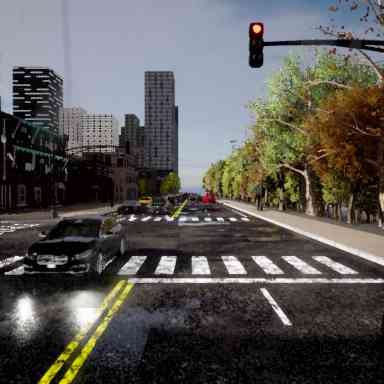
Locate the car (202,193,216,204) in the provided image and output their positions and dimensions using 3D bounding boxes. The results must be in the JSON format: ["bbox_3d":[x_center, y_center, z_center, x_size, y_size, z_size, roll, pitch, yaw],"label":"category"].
[{"bbox_3d":[3.441,1.196,65.290,2.150,2.045,5.566,0,0,1],"label":"car"}]

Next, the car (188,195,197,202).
[{"bbox_3d":[0.115,1.446,76.495,1.882,1.535,5.008,0,0,0],"label":"car"}]

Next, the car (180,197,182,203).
[{"bbox_3d":[-3.150,1.486,69.399,1.837,1.490,4.892,0,0,0],"label":"car"}]

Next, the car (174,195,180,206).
[{"bbox_3d":[-3.267,1.485,52.839,1.837,1.490,4.892,0,0,0],"label":"car"}]

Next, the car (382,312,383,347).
[{"bbox_3d":[3.355,1.491,2.342,2.128,1.511,4.902,0,0,0],"label":"car"}]

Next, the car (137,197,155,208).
[{"bbox_3d":[-6.529,1.461,47.733,1.882,1.535,5.008,0,0,0],"label":"car"}]

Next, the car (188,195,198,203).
[{"bbox_3d":[0.196,1.466,66.188,2.128,1.511,4.902,0,0,0],"label":"car"}]

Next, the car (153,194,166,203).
[{"bbox_3d":[-6.427,1.327,66.506,2.097,1.767,4.553,0,0,0],"label":"car"}]

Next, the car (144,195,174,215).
[{"bbox_3d":[-3.300,1.343,33.804,2.097,1.767,4.553,0,0,0],"label":"car"}]

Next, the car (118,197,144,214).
[{"bbox_3d":[-6.549,1.553,35.376,1.994,1.385,4.181,0,0,0],"label":"car"}]

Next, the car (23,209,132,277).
[{"bbox_3d":[-3.335,1.503,10.323,1.837,1.490,4.892,0,0,0],"label":"car"}]

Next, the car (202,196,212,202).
[{"bbox_3d":[3.361,1.522,75.874,1.994,1.385,4.181,0,0,0],"label":"car"}]
